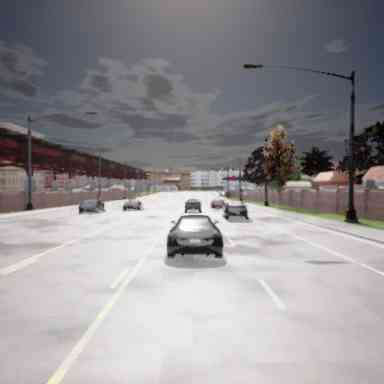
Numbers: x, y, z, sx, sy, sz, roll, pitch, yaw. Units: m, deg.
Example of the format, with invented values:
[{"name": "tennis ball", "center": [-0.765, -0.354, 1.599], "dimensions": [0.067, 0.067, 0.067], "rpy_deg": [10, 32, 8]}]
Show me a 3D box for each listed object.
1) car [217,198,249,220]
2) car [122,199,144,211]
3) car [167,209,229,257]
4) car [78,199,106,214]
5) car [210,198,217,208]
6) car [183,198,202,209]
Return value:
[{"name": "car", "center": [3.609, 1.492, 28.431], "dimensions": [2.128, 1.511, 4.902], "rpy_deg": [0, 0, 0]}, {"name": "car", "center": [-7.058, 1.547, 40.134], "dimensions": [1.994, 1.385, 4.181], "rpy_deg": [0, 0, 0]}, {"name": "car", "center": [0.105, 1.562, 12.834], "dimensions": [1.994, 1.385, 4.181], "rpy_deg": [0, 0, 0]}, {"name": "car", "center": [-10.570, 1.484, 35.344], "dimensions": [1.837, 1.490, 4.892], "rpy_deg": [0, 0, 0]}, {"name": "car", "center": [3.614, 1.562, 46.797], "dimensions": [1.994, 1.385, 4.181], "rpy_deg": [0, 0, 0]}, {"name": "car", "center": [0.112, 1.499, 38.063], "dimensions": [1.837, 1.490, 4.892], "rpy_deg": [0, 0, 0]}]
